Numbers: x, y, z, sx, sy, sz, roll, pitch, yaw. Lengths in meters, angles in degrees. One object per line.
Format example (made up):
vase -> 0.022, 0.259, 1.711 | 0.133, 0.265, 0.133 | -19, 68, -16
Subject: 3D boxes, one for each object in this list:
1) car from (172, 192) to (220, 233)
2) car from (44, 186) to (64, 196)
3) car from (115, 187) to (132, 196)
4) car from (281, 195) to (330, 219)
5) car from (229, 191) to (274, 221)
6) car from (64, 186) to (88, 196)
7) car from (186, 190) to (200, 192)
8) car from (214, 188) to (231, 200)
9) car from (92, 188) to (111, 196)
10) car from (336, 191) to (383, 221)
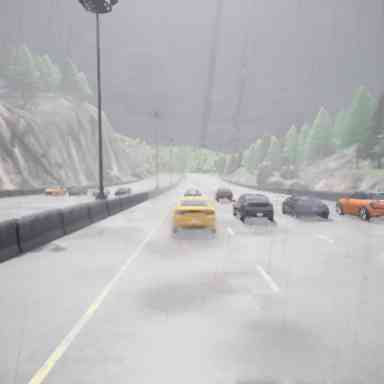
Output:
car -> 0.098, 0.964, 15.994 | 1.882, 1.535, 5.008 | 0, 2, 0
car -> -21.005, -0.154, 51.354 | 1.882, 1.535, 5.008 | 0, 2, 0
car -> -10.504, -0.094, 51.463 | 2.033, 1.411, 5.357 | 0, 2, 0
car -> 7.098, 0.884, 21.216 | 1.994, 1.385, 4.181 | 0, 2, 0
car -> 3.598, 0.863, 20.034 | 1.837, 1.490, 4.892 | 0, 2, 0
car -> -17.505, -0.115, 51.350 | 1.837, 1.490, 4.892 | 0, 2, 0
car -> 0.097, 0.457, 34.126 | 2.033, 1.411, 5.357 | 0, 2, 0
car -> 3.597, 0.288, 38.082 | 1.837, 1.490, 4.892 | 0, 2, 0
car -> -14.004, -0.037, 51.439 | 1.895, 1.301, 4.718 | 0, 2, 0
car -> 10.598, 0.705, 20.197 | 2.097, 1.767, 4.553 | 0, 2, 0
